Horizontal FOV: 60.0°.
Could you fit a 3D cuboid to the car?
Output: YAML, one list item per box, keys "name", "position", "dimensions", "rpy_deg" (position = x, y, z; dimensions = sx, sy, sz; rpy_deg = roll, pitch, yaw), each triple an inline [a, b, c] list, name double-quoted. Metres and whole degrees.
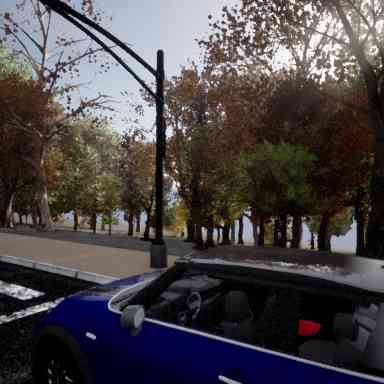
- name: "car"
  position: [0.409, 1.352, 3.364]
  dimensions: [4.553, 1.767, 2.097]
  rpy_deg: [0, 0, 34]
